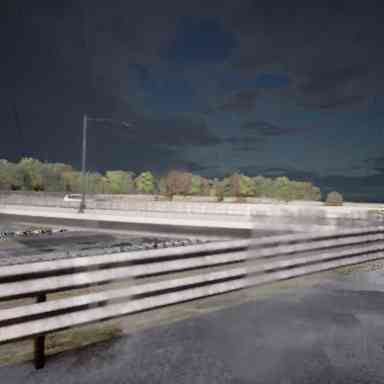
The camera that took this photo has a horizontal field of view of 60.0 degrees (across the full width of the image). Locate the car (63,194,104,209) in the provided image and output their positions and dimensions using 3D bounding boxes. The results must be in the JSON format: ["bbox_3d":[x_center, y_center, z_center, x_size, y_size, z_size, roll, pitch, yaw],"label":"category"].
[{"bbox_3d":[-15.303,1.333,45.995,5.566,2.045,2.150,0,-1,30],"label":"car"}]

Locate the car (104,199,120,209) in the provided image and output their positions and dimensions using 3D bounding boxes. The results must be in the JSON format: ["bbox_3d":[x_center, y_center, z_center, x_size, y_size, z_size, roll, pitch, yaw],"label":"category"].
[{"bbox_3d":[-12.705,1.723,48.540,4.892,1.490,1.837,0,-1,30],"label":"car"}]
